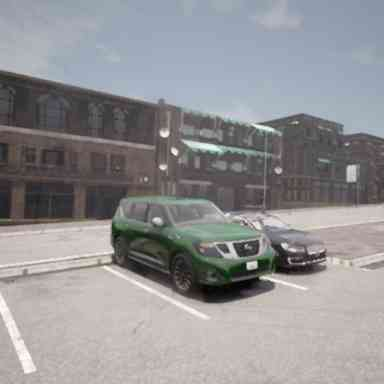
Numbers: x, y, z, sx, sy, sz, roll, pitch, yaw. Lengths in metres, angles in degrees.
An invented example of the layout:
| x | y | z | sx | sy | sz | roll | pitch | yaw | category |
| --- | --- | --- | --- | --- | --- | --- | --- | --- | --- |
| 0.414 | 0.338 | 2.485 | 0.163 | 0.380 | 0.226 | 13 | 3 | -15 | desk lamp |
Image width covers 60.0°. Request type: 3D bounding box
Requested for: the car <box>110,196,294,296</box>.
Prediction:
| x | y | z | sx | sy | sz | roll | pitch | yaw | category |
| --- | --- | --- | --- | --- | --- | --- | --- | --- | --- |
| -0.371 | 1.161 | 9.089 | 2.435 | 2.045 | 5.566 | -1 | 1 | -35 | car |

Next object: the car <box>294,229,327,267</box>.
| x | y | z | sx | sy | sz | roll | pitch | yaw | category |
| --- | --- | --- | --- | --- | --- | --- | --- | --- | --- |
| 1.893 | 1.380 | 10.743 | 2.231 | 1.521 | 4.892 | -1 | 0 | -35 | car |
